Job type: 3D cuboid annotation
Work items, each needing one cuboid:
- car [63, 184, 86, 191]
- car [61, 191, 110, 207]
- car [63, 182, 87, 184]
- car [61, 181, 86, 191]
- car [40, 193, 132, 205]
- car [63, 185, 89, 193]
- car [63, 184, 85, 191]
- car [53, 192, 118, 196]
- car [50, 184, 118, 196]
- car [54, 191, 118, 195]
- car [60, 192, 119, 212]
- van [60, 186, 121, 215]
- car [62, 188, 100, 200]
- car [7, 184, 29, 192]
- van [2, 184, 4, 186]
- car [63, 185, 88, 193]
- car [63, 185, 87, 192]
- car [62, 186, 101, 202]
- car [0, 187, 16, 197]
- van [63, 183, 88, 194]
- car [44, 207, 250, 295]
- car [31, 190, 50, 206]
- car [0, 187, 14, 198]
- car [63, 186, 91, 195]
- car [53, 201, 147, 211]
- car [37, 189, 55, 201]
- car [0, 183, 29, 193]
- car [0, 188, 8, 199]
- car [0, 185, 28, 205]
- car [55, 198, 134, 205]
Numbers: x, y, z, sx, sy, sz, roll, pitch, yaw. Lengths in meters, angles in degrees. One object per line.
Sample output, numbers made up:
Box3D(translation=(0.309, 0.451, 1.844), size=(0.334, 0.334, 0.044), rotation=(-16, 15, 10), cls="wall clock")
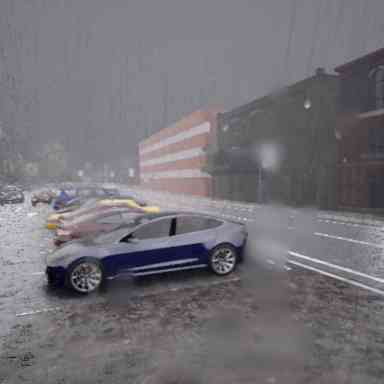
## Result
Box3D(translation=(-27.120, -1.037, 76.651), size=(5.008, 1.535, 2.097), rotation=(-2, 3, -21), cls="car")
Box3D(translation=(-10.996, 0.677, 34.438), size=(4.674, 1.452, 2.002), rotation=(-2, 3, -21), cls="car")
Box3D(translation=(-18.085, -0.216, 52.893), size=(4.553, 1.767, 2.185), rotation=(-2, 3, -21), cls="car")
Box3D(translation=(-29.120, -1.506, 81.923), size=(5.566, 2.045, 2.435), rotation=(-2, 3, -21), cls="car")
Box3D(translation=(-4.114, 1.054, 15.883), size=(5.366, 1.575, 1.946), rotation=(-2, 2, -21), cls="car")
Box3D(translation=(-23.066, -0.587, 66.110), size=(4.792, 1.488, 2.163), rotation=(-2, 3, -21), cls="car")
Box3D(translation=(-28.131, -1.105, 79.291), size=(4.674, 1.452, 2.002), rotation=(-2, 3, -21), cls="car")
Box3D(translation=(-4.943, 0.995, 18.591), size=(5.008, 1.535, 2.097), rotation=(-2, 2, -21), cls="car")
Box3D(translation=(-6.941, 0.633, 23.870), size=(5.566, 2.045, 2.435), rotation=(-2, 2, -21), cls="car")
Box3D(translation=(-5.959, 0.940, 21.226), size=(5.008, 1.535, 2.097), rotation=(-2, 2, -21), cls="car")
Box3D(translation=(-8.976, 0.816, 29.147), size=(4.674, 1.452, 2.002), rotation=(-2, 2, -21), cls="car")
Box3D(translation=(-8.083, 0.609, 26.459), size=(4.442, 1.987, 1.878), rotation=(-2, 2, -21), cls="van")
Box3D(translation=(-15.031, 0.263, 44.997), size=(4.674, 1.452, 2.002), rotation=(-2, 3, -21), cls="car")
Box3D(translation=(-41.808, -1.076, 80.030), size=(4.553, 1.767, 2.185), rotation=(-2, 2, -21), cls="car")
Box3D(translation=(-28.875, 0.212, 45.693), size=(4.442, 1.987, 1.878), rotation=(-2, 3, -21), cls="van")
Box3D(translation=(-24.103, -0.680, 68.737), size=(4.674, 1.452, 2.002), rotation=(-2, 3, -21), cls="car")
Box3D(translation=(-25.106, -0.785, 71.377), size=(4.674, 1.452, 2.002), rotation=(-2, 3, -21), cls="car")
Box3D(translation=(-14.053, 0.203, 42.342), size=(4.553, 1.767, 2.185), rotation=(-2, 3, -21), cls="car")
Box3D(translation=(-32.750, 0.020, 56.168), size=(5.008, 1.535, 2.097), rotation=(-2, 3, -21), cls="car")
Box3D(translation=(-22.199, -0.732, 63.408), size=(4.442, 1.987, 1.878), rotation=(-2, 3, -21), cls="van")
Box3D(translation=(-0.946, 1.246, 8.020), size=(4.792, 1.488, 2.163), rotation=(-2, 2, -21), cls="car")
Box3D(translation=(-16.649, 0.748, 36.946), size=(1.895, 1.301, 4.718), rotation=(-2, 3, -21), cls="car")
Box3D(translation=(-31.734, 0.124, 53.535), size=(5.008, 1.535, 2.097), rotation=(-2, 3, -21), cls="car")
Box3D(translation=(-21.074, -0.366, 60.826), size=(4.674, 1.452, 2.002), rotation=(-2, 3, -21), cls="car")
Box3D(translation=(-1.928, 1.200, 10.670), size=(4.674, 1.452, 2.002), rotation=(-2, 2, -21), cls="car")
Box3D(translation=(-20.297, 0.335, 46.427), size=(1.994, 1.385, 4.181), rotation=(-2, 3, -21), cls="car")
Box3D(translation=(-39.780, -0.970, 74.617), size=(5.566, 2.045, 2.435), rotation=(-2, 3, -21), cls="car")
Box3D(translation=(-29.729, 0.334, 48.260), size=(5.008, 1.535, 2.097), rotation=(-2, 3, -21), cls="car")
Box3D(translation=(-20.995, 0.474, 39.113), size=(2.097, 1.767, 4.553), rotation=(-2, 3, -21), cls="car")
Box3D(translation=(-2.935, 1.145, 13.309), size=(4.674, 1.452, 2.002), rotation=(-2, 2, -21), cls="car")
